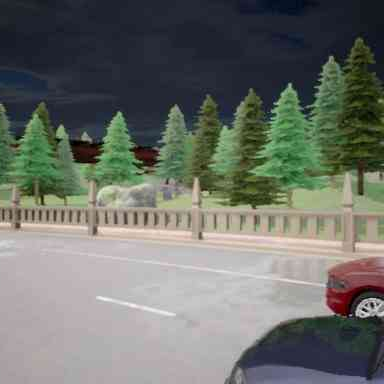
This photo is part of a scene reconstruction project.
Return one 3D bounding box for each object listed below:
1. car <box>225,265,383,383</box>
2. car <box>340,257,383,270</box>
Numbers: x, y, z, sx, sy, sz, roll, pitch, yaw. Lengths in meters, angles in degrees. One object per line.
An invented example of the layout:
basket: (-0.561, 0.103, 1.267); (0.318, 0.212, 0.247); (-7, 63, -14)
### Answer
car: (2.260, 1.556, 2.239); (4.181, 1.385, 1.994); (-1, 0, 35)
car: (4.637, 1.464, 4.871); (5.008, 1.535, 1.882); (-1, -1, 36)
